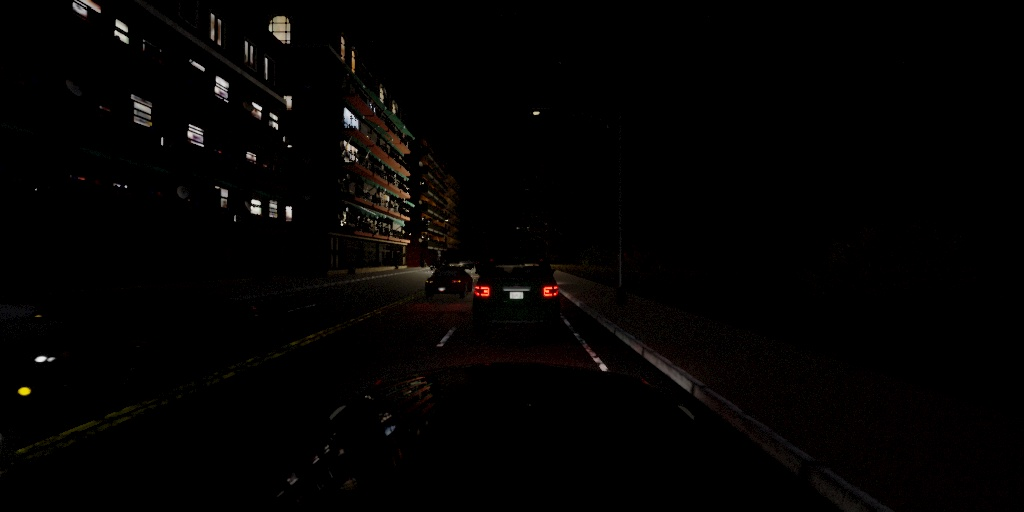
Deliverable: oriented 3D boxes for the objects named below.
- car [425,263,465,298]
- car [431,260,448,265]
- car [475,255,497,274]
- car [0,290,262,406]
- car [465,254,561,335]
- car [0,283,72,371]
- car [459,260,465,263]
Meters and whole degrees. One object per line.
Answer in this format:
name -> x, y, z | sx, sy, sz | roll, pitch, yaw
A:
car -> -3.106, 1.277, 18.200 | 1.812, 1.442, 4.674 | 0, 0, 0
car -> -9.720, 1.255, 48.315 | 1.837, 1.490, 4.892 | 0, 0, 0
car -> -3.037, 0.970, 42.457 | 2.150, 2.045, 5.566 | 0, 0, 0
car -> -6.587, 1.314, 6.298 | 1.994, 1.385, 4.181 | 0, 0, 0
car -> 0.118, 0.973, 10.704 | 2.150, 2.045, 5.566 | 0, 0, 0
car -> -9.830, 1.276, 4.926 | 1.812, 1.442, 4.674 | 0, 0, 0
car -> -6.468, 1.298, 49.633 | 2.033, 1.411, 5.357 | 0, 0, 0
